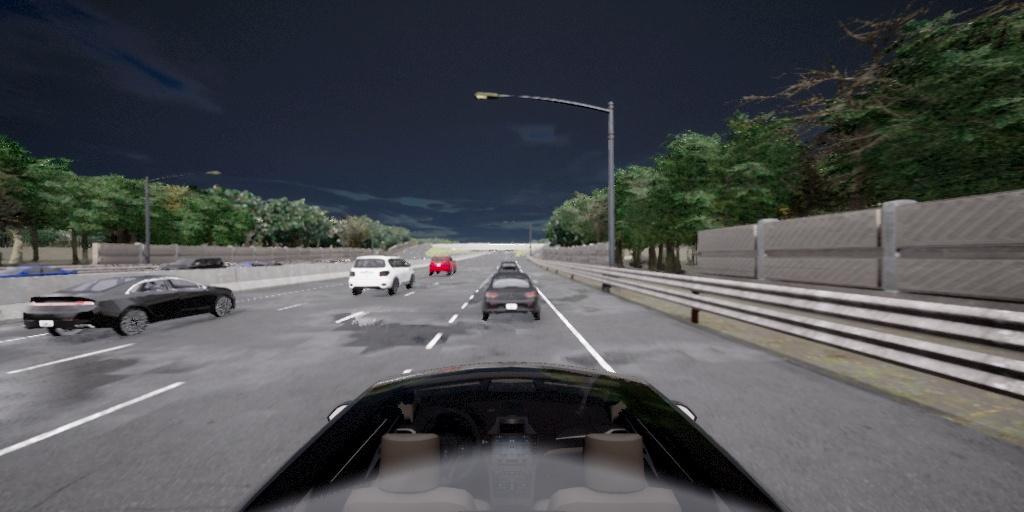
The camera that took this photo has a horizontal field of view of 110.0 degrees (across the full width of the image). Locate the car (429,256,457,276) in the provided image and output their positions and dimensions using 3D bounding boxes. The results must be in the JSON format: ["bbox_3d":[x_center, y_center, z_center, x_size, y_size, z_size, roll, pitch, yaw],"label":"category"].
[{"bbox_3d":[-7.318,1.011,38.262,2.150,2.045,5.566,0,0,0],"label":"car"}]

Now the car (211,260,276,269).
[{"bbox_3d":[-24.977,1.374,33.572,1.882,1.535,5.008,0,0,0],"label":"car"}]

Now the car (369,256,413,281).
[{"bbox_3d":[-10.772,1.033,32.368,2.150,2.045,5.566,0,0,-1],"label":"car"}]

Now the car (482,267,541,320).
[{"bbox_3d":[-0.046,1.278,12.551,1.812,1.442,4.674,0,0,-1],"label":"car"}]

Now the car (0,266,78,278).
[{"bbox_3d":[-31.877,1.419,23.466,1.882,1.535,5.008,0,0,-1],"label":"car"}]

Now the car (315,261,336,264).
[{"bbox_3d":[-21.529,1.380,41.046,1.837,1.490,4.892,0,0,0],"label":"car"}]

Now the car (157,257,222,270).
[{"bbox_3d":[-28.467,1.140,32.035,2.150,2.045,5.566,0,0,0],"label":"car"}]

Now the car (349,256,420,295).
[{"bbox_3d":[-7.140,1.017,20.237,2.150,2.045,5.566,0,0,-1],"label":"car"}]

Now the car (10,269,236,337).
[{"bbox_3d":[-10.518,1.307,10.500,2.128,1.511,4.902,0,0,-1],"label":"car"}]

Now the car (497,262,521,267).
[{"bbox_3d":[-0.255,1.253,30.962,1.837,1.490,4.892,0,0,-1],"label":"car"}]

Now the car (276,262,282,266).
[{"bbox_3d":[-32.050,1.426,46.566,2.128,1.511,4.902,0,0,0],"label":"car"}]
